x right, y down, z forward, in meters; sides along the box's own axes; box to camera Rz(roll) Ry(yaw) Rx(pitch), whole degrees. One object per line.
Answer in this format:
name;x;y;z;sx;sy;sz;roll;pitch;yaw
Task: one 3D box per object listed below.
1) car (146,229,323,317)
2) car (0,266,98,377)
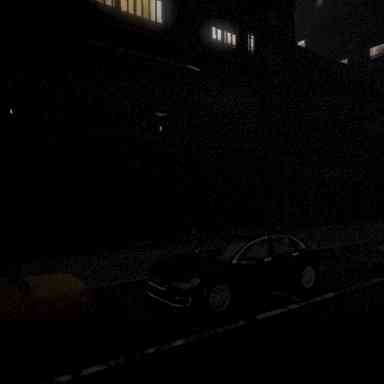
car;1.113;1.548;7.365;4.403;1.369;2.008;0;-1;-35
car;-3.653;1.524;3.966;4.829;1.417;1.752;0;-1;-35
